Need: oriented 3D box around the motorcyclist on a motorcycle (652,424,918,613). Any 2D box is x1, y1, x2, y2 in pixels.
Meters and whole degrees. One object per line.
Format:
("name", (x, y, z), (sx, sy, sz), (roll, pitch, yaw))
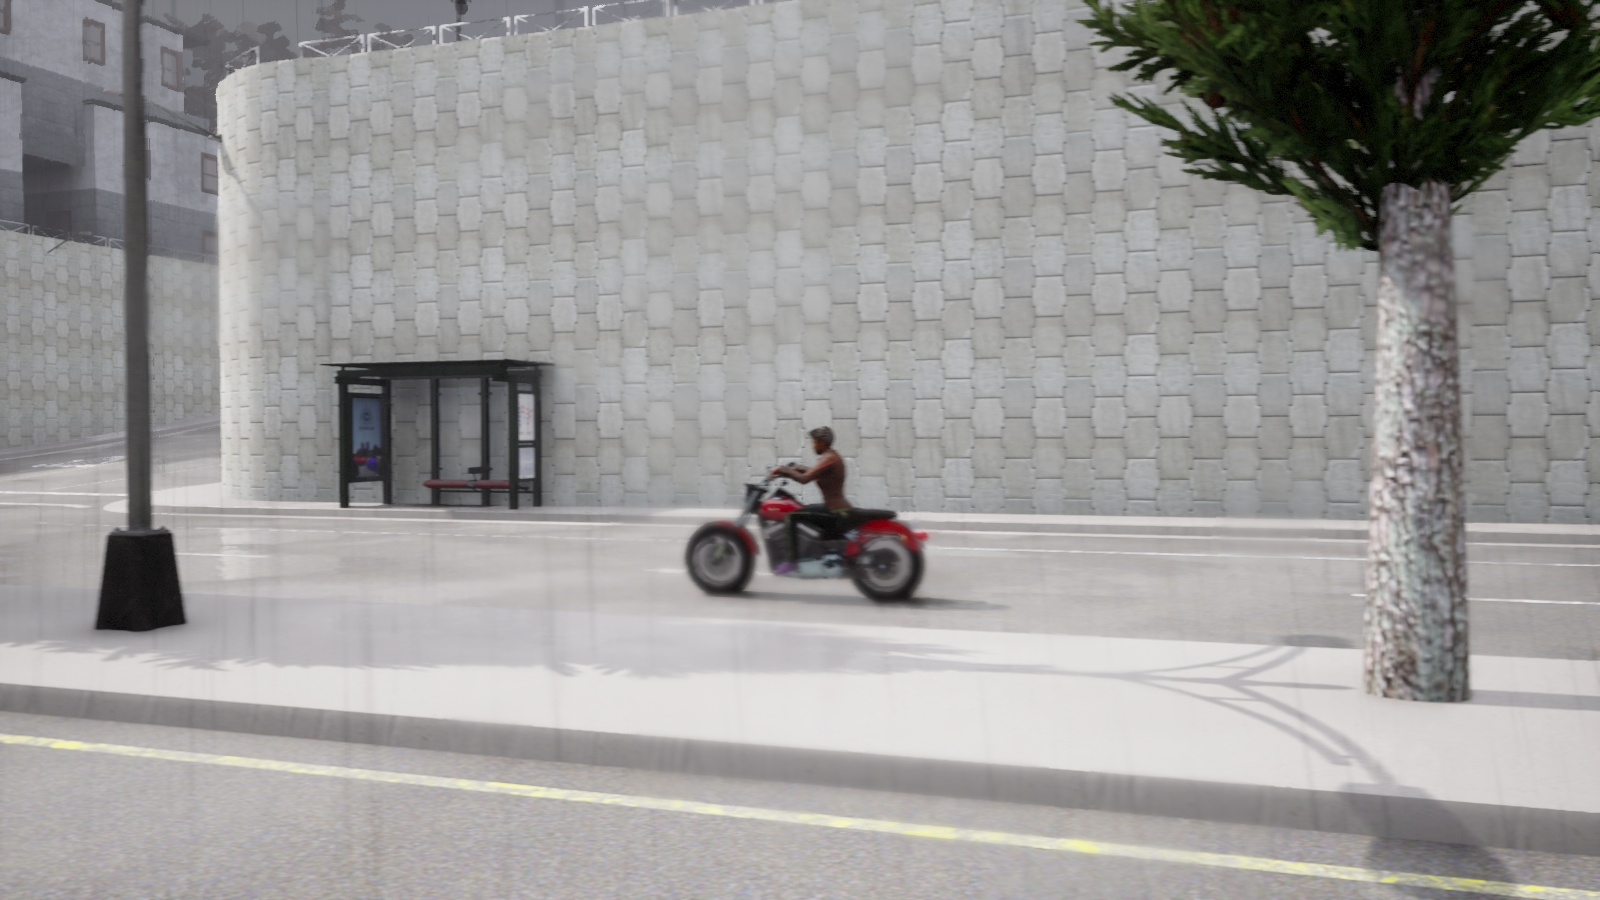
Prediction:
("motorcyclist on a motorcycle", (-0.140, 0.589, 11.679), (2.350, 1.649, 0.766), (0, 1, 19))
